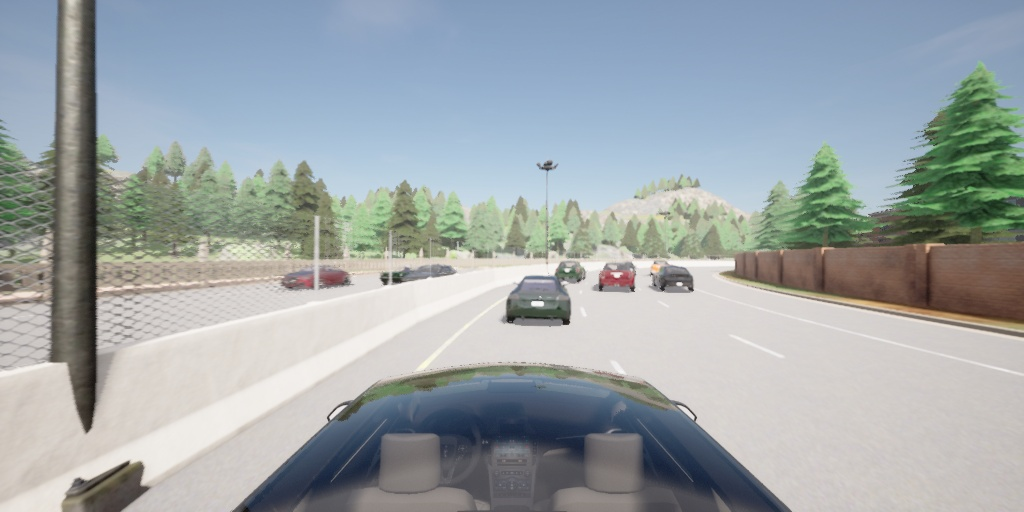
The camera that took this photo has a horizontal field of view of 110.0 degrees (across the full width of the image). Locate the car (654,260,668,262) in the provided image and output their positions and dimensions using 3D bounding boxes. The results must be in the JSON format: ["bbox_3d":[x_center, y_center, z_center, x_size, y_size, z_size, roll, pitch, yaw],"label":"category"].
[{"bbox_3d":[16.571,1.268,39.789,2.097,1.767,4.553,0,0,26],"label":"car"}]

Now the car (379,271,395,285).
[{"bbox_3d":[-7.403,1.317,25.622,1.895,1.301,4.718,0,0,14],"label":"car"}]

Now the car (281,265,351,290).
[{"bbox_3d":[-11.801,1.243,21.894,1.994,1.385,4.181,0,0,11],"label":"car"}]

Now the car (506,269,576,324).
[{"bbox_3d":[0.965,1.332,12.192,1.994,1.385,4.181,0,0,7],"label":"car"}]

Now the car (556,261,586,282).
[{"bbox_3d":[4.906,1.167,29.739,2.097,1.767,4.553,0,0,18],"label":"car"}]

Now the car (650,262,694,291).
[{"bbox_3d":[10.165,1.355,22.824,1.837,1.490,4.892,0,0,14],"label":"car"}]

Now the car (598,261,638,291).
[{"bbox_3d":[6.578,1.173,22.825,2.097,1.767,4.553,0,0,14],"label":"car"}]

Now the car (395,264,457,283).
[{"bbox_3d":[-4.752,1.240,21.492,1.837,1.490,4.892,0,-1,12],"label":"car"}]
